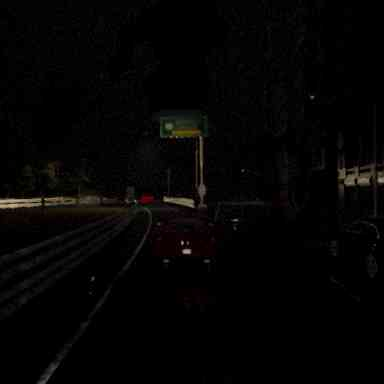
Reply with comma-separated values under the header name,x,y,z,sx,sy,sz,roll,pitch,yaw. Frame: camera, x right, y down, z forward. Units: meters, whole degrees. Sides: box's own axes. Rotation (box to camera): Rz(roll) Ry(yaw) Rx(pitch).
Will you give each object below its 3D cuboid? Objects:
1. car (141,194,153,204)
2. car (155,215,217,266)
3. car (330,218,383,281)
name,x,y,z,sx,sy,sz,roll,pitch,yaw
car,-9.069,1.374,67.231,2.150,2.045,5.566,0,0,-10
car,-0.259,1.538,11.833,1.882,1.535,5.008,1,0,-3
car,5.655,1.530,9.881,2.128,1.511,4.902,0,0,5
